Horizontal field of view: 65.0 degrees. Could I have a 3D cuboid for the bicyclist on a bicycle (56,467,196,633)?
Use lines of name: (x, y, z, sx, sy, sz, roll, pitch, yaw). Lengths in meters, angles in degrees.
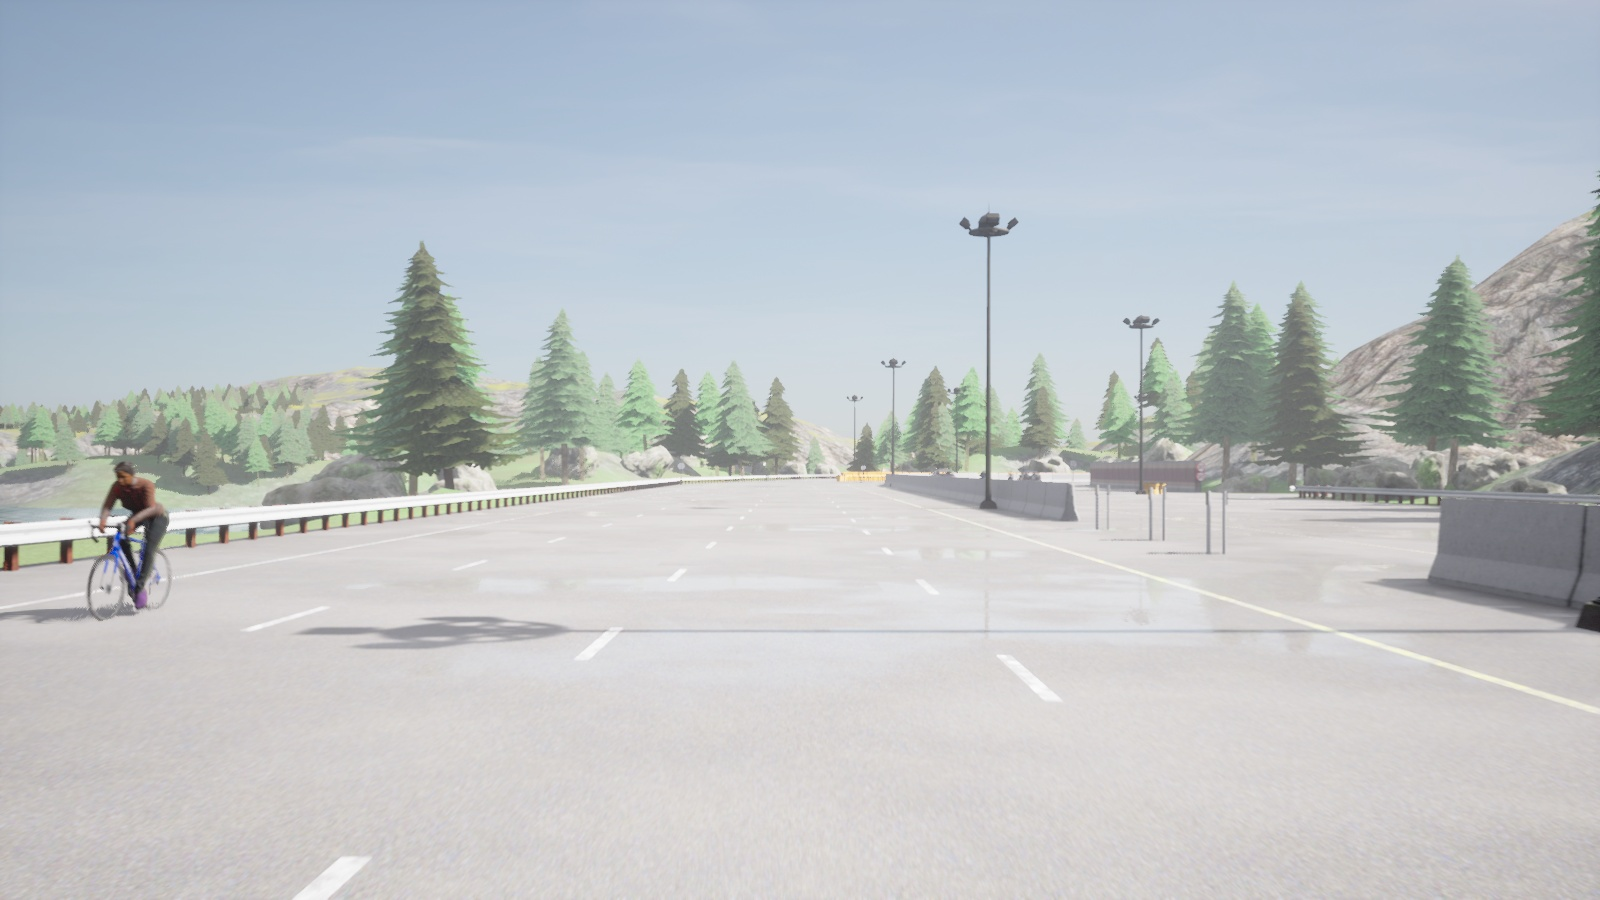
bicyclist on a bicycle: (-7.033, 0.999, 13.191, 0.582, 1.620, 1.656, 0, 0, 0)
